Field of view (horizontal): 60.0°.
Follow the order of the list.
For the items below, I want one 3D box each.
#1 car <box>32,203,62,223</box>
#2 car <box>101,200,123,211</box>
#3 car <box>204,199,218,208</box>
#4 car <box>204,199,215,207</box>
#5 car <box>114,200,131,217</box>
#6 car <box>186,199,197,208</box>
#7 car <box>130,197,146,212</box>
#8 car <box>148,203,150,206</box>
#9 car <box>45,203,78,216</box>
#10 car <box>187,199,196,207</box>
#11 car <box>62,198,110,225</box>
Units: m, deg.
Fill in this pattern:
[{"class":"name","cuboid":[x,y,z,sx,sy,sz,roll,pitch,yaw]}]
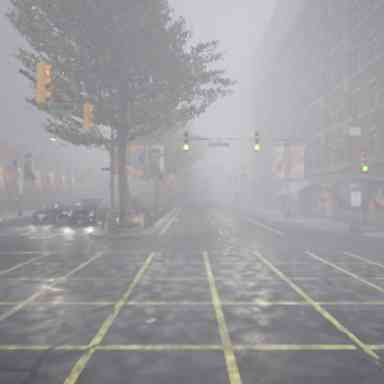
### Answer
[{"class":"car","cuboid":[-11.595,1.750,27.992,2.128,1.511,4.902,0,-1,0]},{"class":"car","cuboid":[-11.548,1.937,48.348,2.128,1.511,4.902,0,-1,0]},{"class":"car","cuboid":[3.443,2.082,58.240,2.033,1.411,5.357,0,-1,0]},{"class":"car","cuboid":[3.434,2.179,67.240,1.994,1.385,4.181,0,-1,0]},{"class":"car","cuboid":[-8.058,1.849,35.110,1.812,1.442,4.674,0,-1,1]},{"class":"car","cuboid":[-0.057,2.078,57.774,2.033,1.411,5.357,0,-1,0]},{"class":"car","cuboid":[-8.044,1.633,44.729,2.150,2.045,5.566,0,-1,0]},{"class":"car","cuboid":[-8.054,2.065,54.541,1.994,1.385,4.181,0,-1,0]},{"class":"car","cuboid":[-14.787,1.946,38.025,1.895,1.301,4.718,0,-1,0]},{"class":"car","cuboid":[-0.066,2.121,67.237,1.837,1.490,4.892,0,-1,0]},{"class":"car","cuboid":[-8.105,1.594,26.227,2.097,1.767,4.553,0,-1,0]}]
